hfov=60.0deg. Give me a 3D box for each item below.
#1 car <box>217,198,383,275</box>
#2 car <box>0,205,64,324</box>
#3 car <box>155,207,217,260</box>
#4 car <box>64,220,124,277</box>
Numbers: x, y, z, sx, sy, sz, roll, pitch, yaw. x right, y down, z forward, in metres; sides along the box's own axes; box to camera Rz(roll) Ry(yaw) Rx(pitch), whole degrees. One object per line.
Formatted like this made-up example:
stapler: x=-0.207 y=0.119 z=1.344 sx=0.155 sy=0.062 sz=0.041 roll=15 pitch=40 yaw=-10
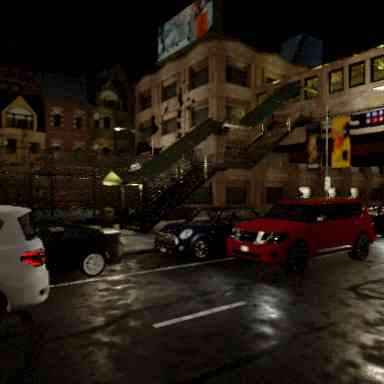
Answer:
car: x=3.742 y=1.229 z=10.884 sx=5.566 sy=2.045 sz=2.150 roll=0 pitch=0 yaw=-35
car: x=-5.017 y=1.222 z=4.661 sx=5.566 sy=2.045 sz=2.150 roll=0 pitch=0 yaw=-35
car: x=0.868 y=1.361 z=12.523 sx=4.553 sy=1.767 sz=2.185 roll=0 pitch=0 yaw=-36
car: x=-4.281 y=1.481 z=8.677 sx=5.008 sy=1.535 sz=2.097 roll=0 pitch=0 yaw=-36
